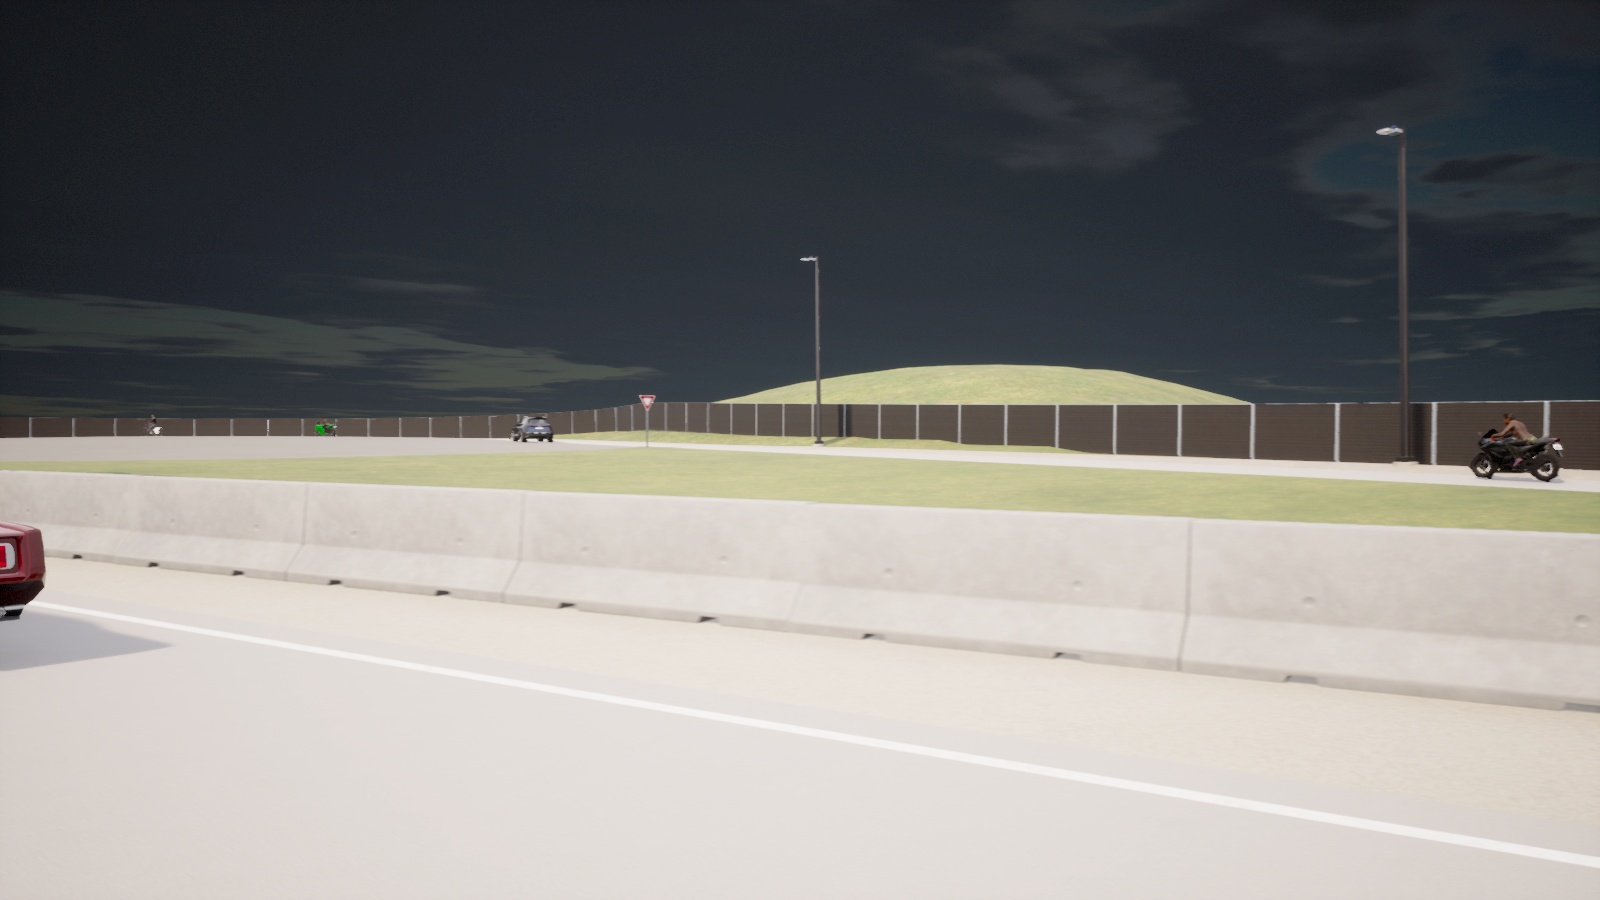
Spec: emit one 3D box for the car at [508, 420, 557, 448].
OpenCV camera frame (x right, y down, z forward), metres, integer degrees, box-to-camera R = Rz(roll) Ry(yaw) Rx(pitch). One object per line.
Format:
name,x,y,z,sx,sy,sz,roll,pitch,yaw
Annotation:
car,-16.770,-1.005,78.552,2.033,1.649,4.856,-1,1,-23

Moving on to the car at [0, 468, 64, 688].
car,-7.078,0.783,8.329,4.718,1.301,1.895,0,1,34

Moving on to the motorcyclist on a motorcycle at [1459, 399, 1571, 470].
motorcyclist on a motorcycle,15.844,-0.354,27.899,0.797,1.523,2.044,-2,2,-29
